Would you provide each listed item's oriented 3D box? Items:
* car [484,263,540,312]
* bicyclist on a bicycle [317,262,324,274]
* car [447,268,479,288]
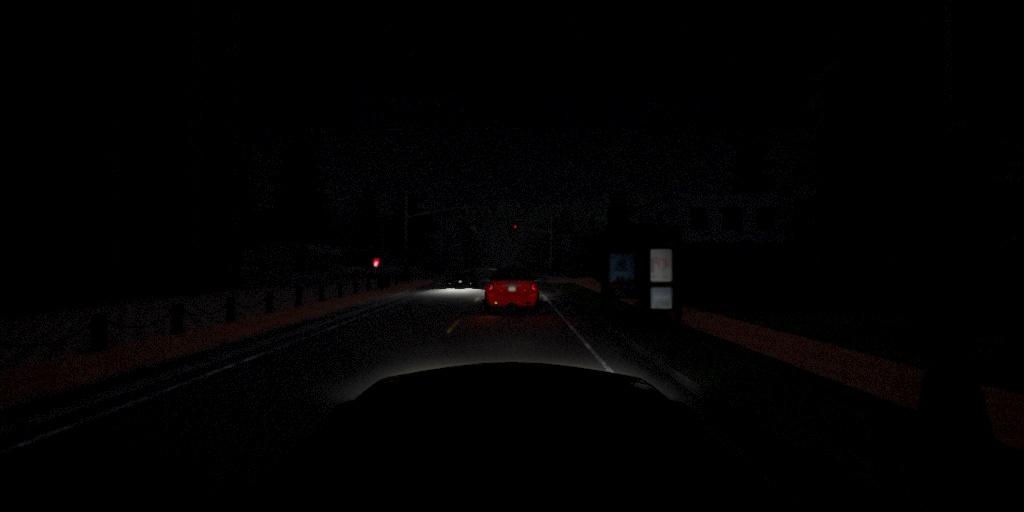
[{"bbox_3d":[0.015,1.251,15.257,2.097,1.767,4.553,0,-1,0],"label":"car"},{"bbox_3d":[-23.562,1.536,44.192,0.582,1.620,1.656,0,0,-2],"label":"bicyclist on a bicycle"},{"bbox_3d":[-3.518,1.588,26.408,1.994,1.385,4.181,0,-1,0],"label":"car"}]
